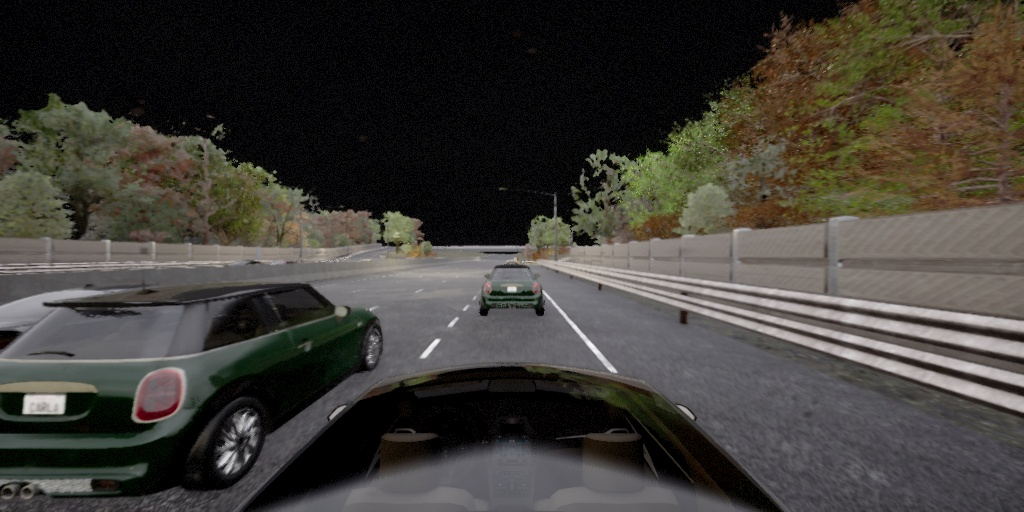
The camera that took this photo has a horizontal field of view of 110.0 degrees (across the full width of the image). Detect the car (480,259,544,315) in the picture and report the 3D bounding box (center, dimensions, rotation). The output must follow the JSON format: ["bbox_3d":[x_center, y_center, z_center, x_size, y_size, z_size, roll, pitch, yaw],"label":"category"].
[{"bbox_3d":[0.002,1.083,13.612,2.097,1.767,4.553,0,0,0],"label":"car"}]

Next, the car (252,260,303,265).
[{"bbox_3d":[-24.533,1.201,38.054,1.882,1.535,5.008,0,0,1],"label":"car"}]

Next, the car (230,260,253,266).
[{"bbox_3d":[-28.024,1.222,37.664,1.837,1.490,4.892,0,1,1],"label":"car"}]

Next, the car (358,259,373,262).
[{"bbox_3d":[-21.027,1.208,51.343,1.882,1.535,5.008,0,0,1],"label":"car"}]

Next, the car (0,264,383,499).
[{"bbox_3d":[-3.402,1.097,4.735,2.097,1.767,4.553,0,0,0],"label":"car"}]
